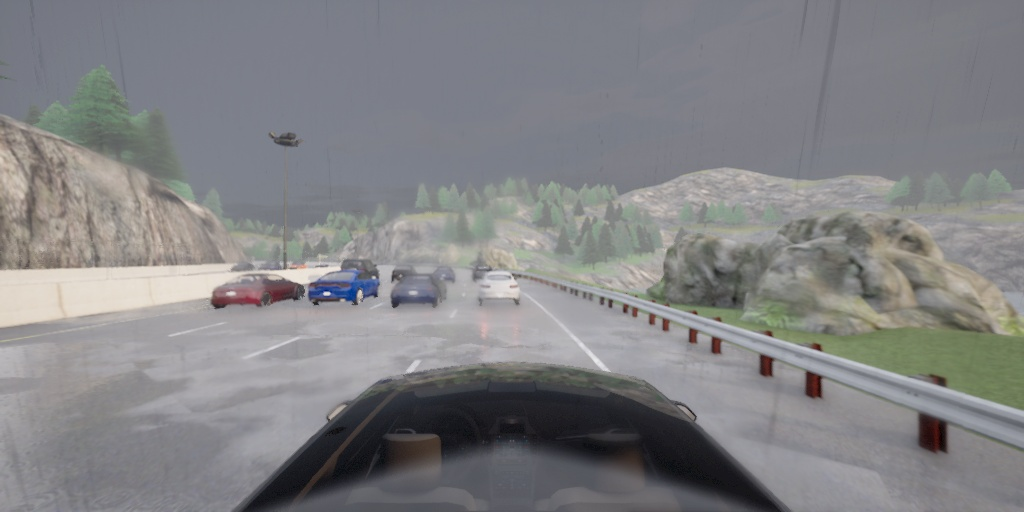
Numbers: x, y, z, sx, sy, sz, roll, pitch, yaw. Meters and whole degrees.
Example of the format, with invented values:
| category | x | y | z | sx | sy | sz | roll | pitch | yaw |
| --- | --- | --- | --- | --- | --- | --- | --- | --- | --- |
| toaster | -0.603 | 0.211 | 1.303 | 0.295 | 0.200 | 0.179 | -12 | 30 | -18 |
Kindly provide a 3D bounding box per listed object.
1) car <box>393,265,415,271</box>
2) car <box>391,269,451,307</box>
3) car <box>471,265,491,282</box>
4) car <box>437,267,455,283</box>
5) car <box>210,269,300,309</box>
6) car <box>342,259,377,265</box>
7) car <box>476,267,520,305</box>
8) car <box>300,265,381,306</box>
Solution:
| category | x | y | z | sx | sy | sz | roll | pitch | yaw |
| --- | --- | --- | --- | --- | --- | --- | --- | --- | --- |
| car | -9.703 | 1.560 | 32.557 | 1.882 | 1.535 | 5.008 | 0 | 0 | -10 |
| car | -4.132 | 1.473 | 16.423 | 1.994 | 1.385 | 4.181 | 0 | -1 | -5 |
| car | -2.660 | 1.575 | 32.907 | 2.128 | 1.511 | 4.902 | 0 | 0 | -9 |
| car | -6.095 | 1.641 | 32.245 | 1.994 | 1.385 | 4.181 | 0 | -1 | -9 |
| car | -11.125 | 1.473 | 16.016 | 1.994 | 1.385 | 4.181 | 0 | -1 | -5 |
| car | -12.877 | 1.286 | 30.398 | 2.150 | 2.045 | 5.566 | 0 | 0 | -9 |
| car | -0.684 | 1.439 | 17.122 | 1.812 | 1.442 | 4.674 | 0 | 0 | -5 |
| car | -7.697 | 1.393 | 16.968 | 1.882 | 1.535 | 5.008 | 0 | 0 | -5 |
